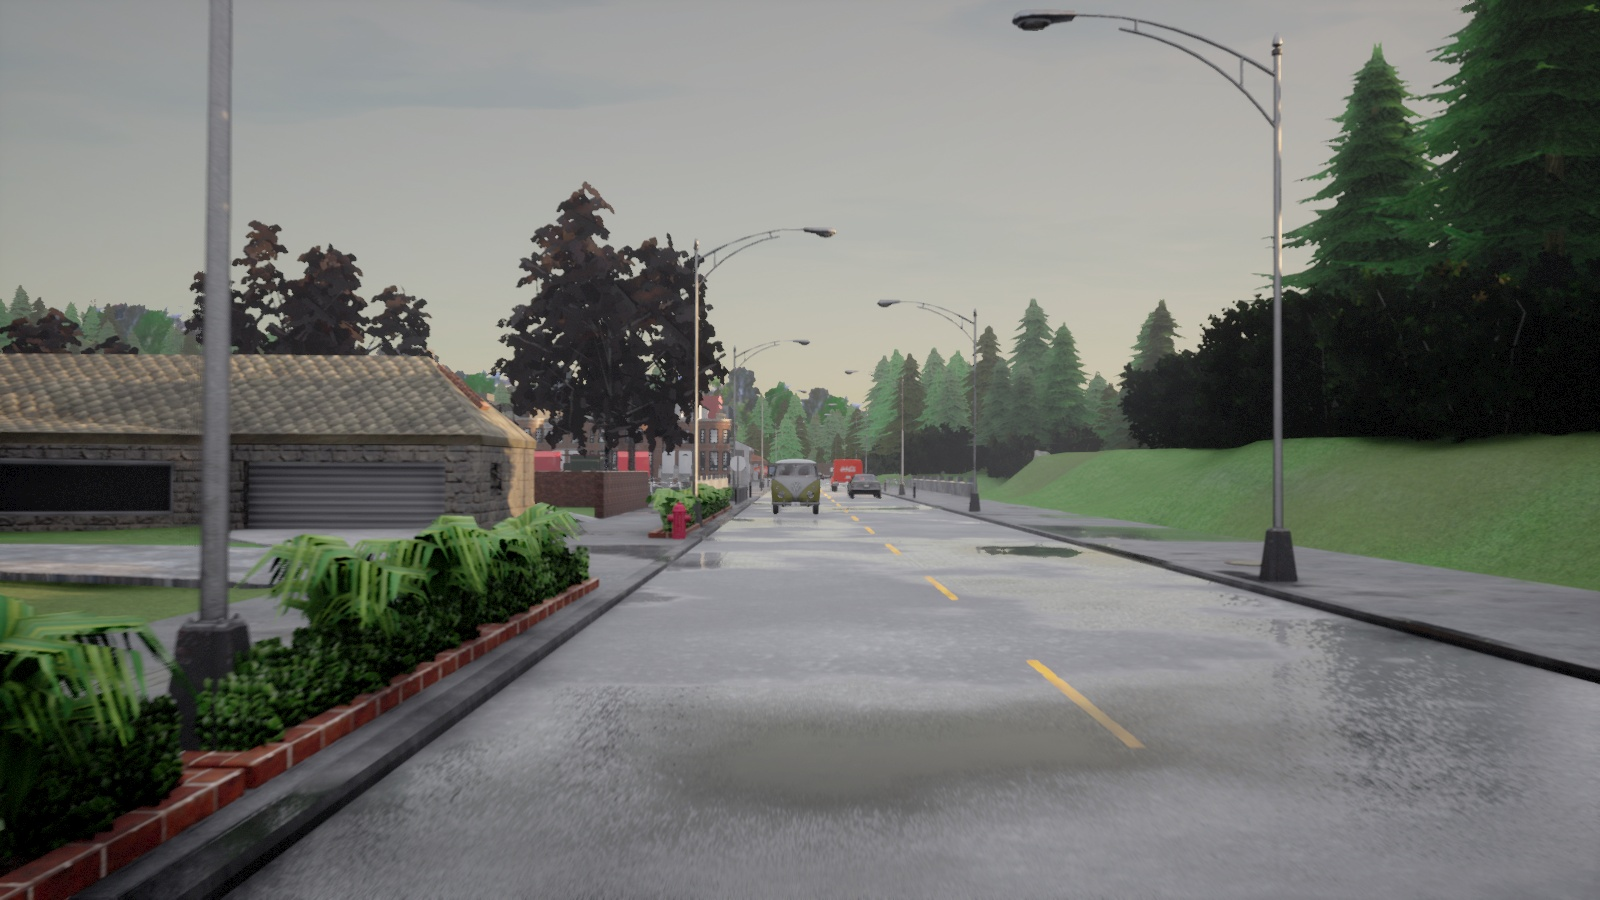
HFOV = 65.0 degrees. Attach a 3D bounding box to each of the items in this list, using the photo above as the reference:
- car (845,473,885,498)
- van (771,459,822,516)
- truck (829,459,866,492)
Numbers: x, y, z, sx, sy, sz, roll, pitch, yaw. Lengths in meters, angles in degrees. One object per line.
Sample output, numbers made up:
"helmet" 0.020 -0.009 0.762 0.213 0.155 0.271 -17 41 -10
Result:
"car" 3.767 2.084 73.915 2.033 1.411 5.357 0 -1 0
"van" -0.141 1.338 45.983 1.775 1.987 4.442 0 -1 0
"truck" 3.683 1.967 98.581 2.627 2.467 5.204 0 -1 0
